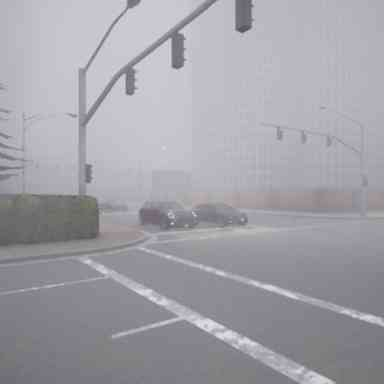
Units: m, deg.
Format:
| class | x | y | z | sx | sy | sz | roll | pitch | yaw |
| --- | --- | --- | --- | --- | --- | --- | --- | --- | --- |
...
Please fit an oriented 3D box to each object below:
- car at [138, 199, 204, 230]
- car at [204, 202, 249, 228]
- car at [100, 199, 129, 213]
| class | x | y | z | sx | sy | sz | roll | pitch | yaw |
| --- | --- | --- | --- | --- | --- | --- | --- | --- | --- |
| car | -1.601 | 1.320 | 20.794 | 2.097 | 1.767 | 4.553 | 0 | 0 | -35 |
| car | 1.685 | 1.462 | 22.221 | 1.837 | 1.490 | 4.892 | 0 | 0 | -35 |
| car | -8.752 | 1.482 | 37.071 | 1.812 | 1.442 | 4.674 | 0 | 0 | -35 |
